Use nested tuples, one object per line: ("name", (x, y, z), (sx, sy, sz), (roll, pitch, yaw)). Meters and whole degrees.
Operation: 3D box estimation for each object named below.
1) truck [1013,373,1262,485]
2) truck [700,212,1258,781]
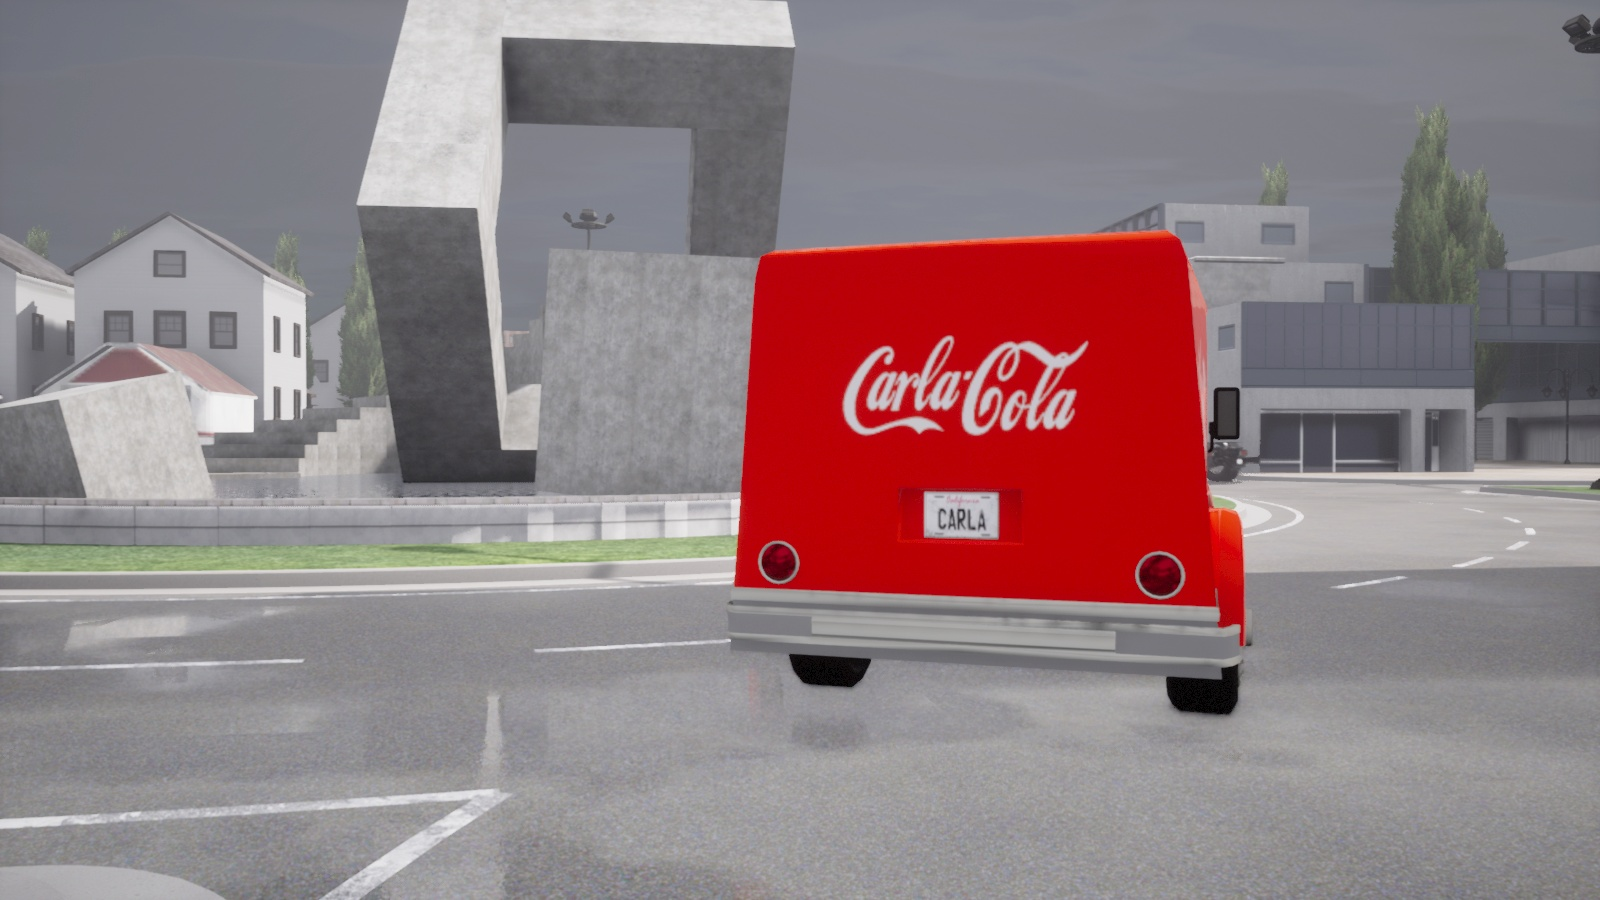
("truck", (11.323, -0.689, 42.894), (2.891, 3.462, 7.936), (0, 1, -40))
("truck", (1.600, 0.171, 8.328), (2.627, 2.467, 5.204), (0, 1, 19))
